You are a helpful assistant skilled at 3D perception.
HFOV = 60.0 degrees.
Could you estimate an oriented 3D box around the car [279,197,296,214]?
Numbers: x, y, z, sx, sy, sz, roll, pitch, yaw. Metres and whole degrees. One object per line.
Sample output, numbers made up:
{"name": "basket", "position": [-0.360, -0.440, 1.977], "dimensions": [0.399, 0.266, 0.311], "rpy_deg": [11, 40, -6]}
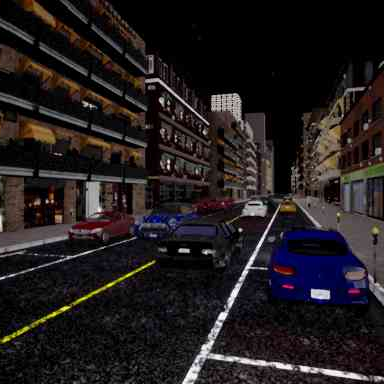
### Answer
{"name": "car", "position": [10.185, 1.525, 35.418], "dimensions": [1.752, 1.417, 4.829], "rpy_deg": [0, 0, 16]}

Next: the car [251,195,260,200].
{"name": "car", "position": [17.545, 1.538, 91.757], "dimensions": [2.008, 1.369, 4.403], "rpy_deg": [0, 0, 16]}

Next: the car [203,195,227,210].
{"name": "car", "position": [2.082, 1.314, 37.557], "dimensions": [2.192, 1.841, 5.009], "rpy_deg": [0, 0, 16]}

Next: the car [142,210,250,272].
{"name": "car", "position": [0.495, 1.547, 10.902], "dimensions": [2.033, 1.411, 5.357], "rpy_deg": [0, 0, 16]}

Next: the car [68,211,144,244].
{"name": "car", "position": [-4.106, 1.582, 15.878], "dimensions": [1.802, 1.307, 4.206], "rpy_deg": [0, 0, 16]}

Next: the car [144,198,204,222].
{"name": "car", "position": [-1.116, 1.352, 16.924], "dimensions": [2.097, 1.767, 4.553], "rpy_deg": [0, 0, 16]}

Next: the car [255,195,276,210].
{"name": "car", "position": [9.830, 1.350, 43.615], "dimensions": [2.097, 1.767, 4.553], "rpy_deg": [0, 0, 16]}

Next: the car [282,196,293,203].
{"name": "car", "position": [19.418, 1.545, 67.773], "dimensions": [2.008, 1.369, 4.403], "rpy_deg": [0, 0, 16]}

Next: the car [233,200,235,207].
{"name": "car", "position": [5.174, 1.542, 48.398], "dimensions": [1.887, 1.381, 4.507], "rpy_deg": [0, 0, 16]}

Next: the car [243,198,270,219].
{"name": "car", "position": [5.469, 1.525, 28.694], "dimensions": [1.812, 1.442, 4.674], "rpy_deg": [0, 0, 16]}

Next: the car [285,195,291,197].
{"name": "car", "position": [13.231, 1.543, 46.094], "dimensions": [1.887, 1.381, 4.507], "rpy_deg": [0, 0, 16]}

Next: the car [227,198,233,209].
{"name": "car", "position": [3.627, 1.438, 42.977], "dimensions": [1.967, 1.590, 4.097], "rpy_deg": [0, 0, 16]}

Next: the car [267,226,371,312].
{"name": "car", "position": [2.757, 1.526, 7.718], "dimensions": [1.812, 1.442, 4.674], "rpy_deg": [0, 0, 16]}

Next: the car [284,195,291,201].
{"name": "car", "position": [25.651, 1.513, 89.616], "dimensions": [1.752, 1.417, 4.829], "rpy_deg": [0, 0, 16]}

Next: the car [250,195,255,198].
{"name": "car", "position": [15.999, 1.540, 86.336], "dimensions": [2.008, 1.369, 4.403], "rpy_deg": [0, 0, 16]}
